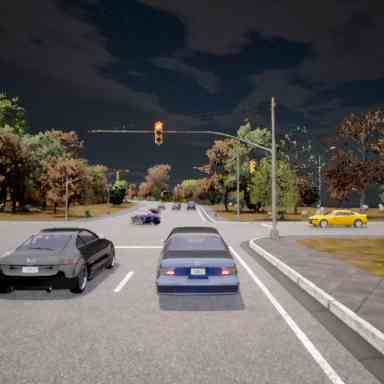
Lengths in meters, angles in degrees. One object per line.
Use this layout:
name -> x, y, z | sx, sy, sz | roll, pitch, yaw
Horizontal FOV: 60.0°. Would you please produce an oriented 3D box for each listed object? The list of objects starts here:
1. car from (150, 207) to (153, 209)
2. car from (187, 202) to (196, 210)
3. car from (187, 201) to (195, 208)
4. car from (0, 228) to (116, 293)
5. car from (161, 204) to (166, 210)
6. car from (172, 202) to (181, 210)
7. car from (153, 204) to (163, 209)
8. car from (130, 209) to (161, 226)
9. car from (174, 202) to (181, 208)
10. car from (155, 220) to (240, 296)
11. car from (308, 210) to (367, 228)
car -> -7.233, 3.234, 48.892 | 1.812, 1.442, 4.674 | 0, -2, 0
car -> -0.200, 3.314, 77.872 | 2.097, 1.767, 4.553 | 0, 0, 0
car -> -0.321, 3.248, 88.051 | 1.882, 1.535, 5.008 | 0, 0, -4
car -> -3.444, 1.666, 9.100 | 1.994, 1.385, 4.181 | 0, -1, 0
car -> -7.202, 3.497, 78.436 | 2.033, 1.411, 5.357 | 0, 0, 0
car -> -3.701, 3.489, 78.333 | 1.812, 1.442, 4.674 | 0, 0, 0
car -> -7.214, 3.580, 62.997 | 1.895, 1.301, 4.718 | 0, 0, 0
car -> -4.709, 2.653, 33.140 | 1.895, 1.301, 4.718 | 1, -3, -26
car -> -3.845, 3.433, 88.309 | 1.837, 1.490, 4.892 | 0, 0, -4
car -> 0.069, 1.647, 8.991 | 2.033, 1.411, 5.357 | 0, -1, -1
car -> 12.965, 2.369, 29.720 | 5.008, 1.535, 1.882 | 0, -3, -2
